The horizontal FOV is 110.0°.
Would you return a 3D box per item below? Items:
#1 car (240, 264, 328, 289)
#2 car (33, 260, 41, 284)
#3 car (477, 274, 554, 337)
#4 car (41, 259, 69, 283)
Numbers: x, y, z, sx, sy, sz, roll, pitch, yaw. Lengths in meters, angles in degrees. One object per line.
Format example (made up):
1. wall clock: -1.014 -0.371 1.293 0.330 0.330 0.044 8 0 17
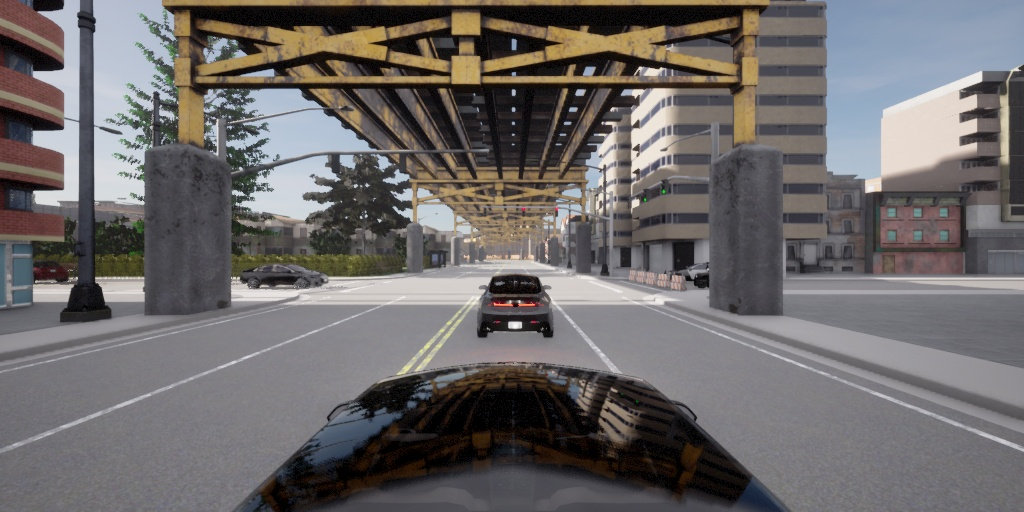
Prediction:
1. car: -14.106 1.241 22.345 4.902 1.511 2.128 0 0 -1
2. car: -33.788 0.971 22.416 5.566 2.045 2.150 0 0 0
3. car: 0.089 1.255 10.211 1.837 1.490 4.892 0 0 0
4. car: -35.542 1.102 26.119 4.553 1.767 2.097 0 0 0
